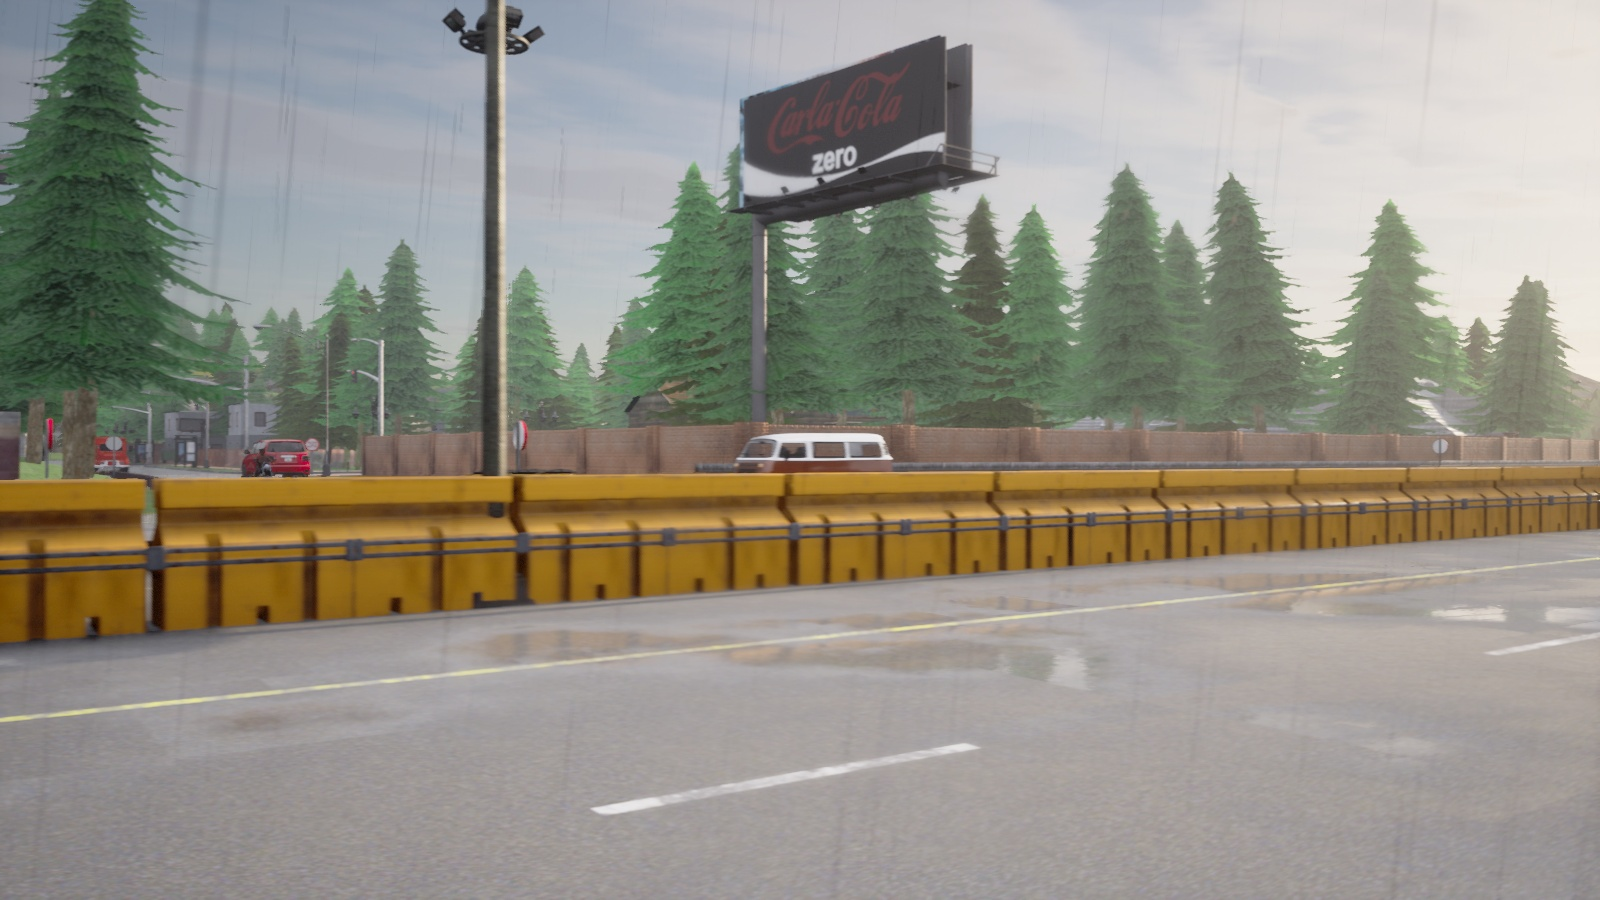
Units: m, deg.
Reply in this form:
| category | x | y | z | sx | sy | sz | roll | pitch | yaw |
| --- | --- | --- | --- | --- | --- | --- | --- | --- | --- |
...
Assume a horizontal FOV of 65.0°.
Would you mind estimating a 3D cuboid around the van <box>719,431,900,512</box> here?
| category | x | y | z | sx | sy | sz | roll | pitch | yaw |
| --- | --- | --- | --- | --- | --- | --- | --- | --- | --- |
| van | 0.278 | 0.550 | 33.701 | 4.480 | 2.038 | 2.069 | 0 | 0 | -35 |

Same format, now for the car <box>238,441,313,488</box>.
| category | x | y | z | sx | sy | sz | roll | pitch | yaw |
| --- | --- | --- | --- | --- | --- | --- | --- | --- | --- |
| car | -24.341 | 0.638 | 58.129 | 2.150 | 2.045 | 5.566 | 0 | 0 | -34 |

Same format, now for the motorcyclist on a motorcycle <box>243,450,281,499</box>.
| category | x | y | z | sx | sy | sz | roll | pitch | yaw |
| --- | --- | --- | --- | --- | --- | --- | --- | --- | --- |
| motorcyclist on a motorcycle | -18.517 | 0.821 | 43.212 | 0.766 | 1.649 | 2.350 | 0 | 0 | -34 |

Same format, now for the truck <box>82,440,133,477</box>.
| category | x | y | z | sx | sy | sz | roll | pitch | yaw |
| --- | --- | --- | --- | --- | --- | --- | --- | --- | --- |
| truck | -48.000 | 0.553 | 87.016 | 2.627 | 2.467 | 5.204 | 0 | 0 | -34 |
